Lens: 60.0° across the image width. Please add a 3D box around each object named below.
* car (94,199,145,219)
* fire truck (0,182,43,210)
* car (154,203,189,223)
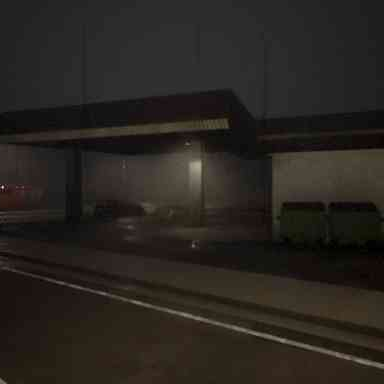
[{"bbox_3d":[-6.222,1.440,28.920,2.242,1.667,4.611,0,0,37],"label":"car"},{"bbox_3d":[-24.909,0.643,45.238,2.891,3.827,8.468,0,0,36],"label":"fire truck"},{"bbox_3d":[-1.148,1.562,26.119,1.970,1.475,3.806,0,0,37],"label":"car"}]
